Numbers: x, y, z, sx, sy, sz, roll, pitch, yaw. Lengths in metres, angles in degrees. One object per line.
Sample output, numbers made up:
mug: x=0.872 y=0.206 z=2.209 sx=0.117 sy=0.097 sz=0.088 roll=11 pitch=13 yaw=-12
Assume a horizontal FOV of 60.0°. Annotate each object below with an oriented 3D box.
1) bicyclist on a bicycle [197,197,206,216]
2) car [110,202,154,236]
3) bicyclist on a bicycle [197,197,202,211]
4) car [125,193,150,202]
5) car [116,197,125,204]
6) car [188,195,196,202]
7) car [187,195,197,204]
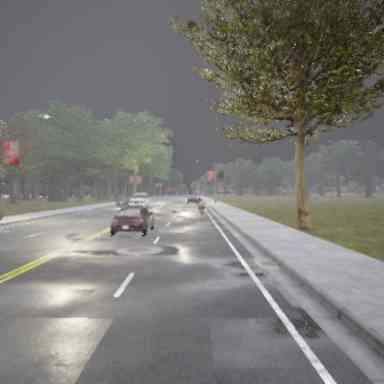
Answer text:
bicyclist on a bicycle: x=0.882 y=1.384 z=29.551 sx=0.866 sy=1.612 sz=1.509 roll=0 pitch=0 yaw=0
car: x=-3.148 y=1.491 z=18.015 sx=1.812 sy=1.442 sz=4.674 roll=0 pitch=0 yaw=0
bicyclist on a bicycle: x=0.898 y=1.388 z=39.139 sx=0.582 sy=1.620 sz=1.656 roll=0 pitch=0 yaw=0
car: x=-6.583 y=1.154 z=42.038 sx=2.150 sy=2.045 sz=5.566 roll=0 pitch=0 yaw=0
car: x=-9.808 y=1.417 z=48.825 sx=2.128 sy=1.511 sz=4.902 roll=0 pitch=0 yaw=0
car: x=0.009 y=1.378 z=76.935 sx=1.882 sy=1.535 sz=5.008 roll=0 pitch=0 yaw=0
car: x=0.043 y=1.417 z=60.524 sx=1.837 sy=1.490 sz=4.892 roll=0 pitch=0 yaw=1
